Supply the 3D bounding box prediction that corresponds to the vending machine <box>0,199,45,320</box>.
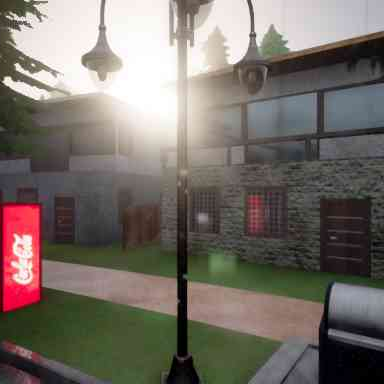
[{"bbox_3d":[-3.586,1.195,6.379,0.880,2.100,1.100,0,0,29],"label":"vending machine"}]
